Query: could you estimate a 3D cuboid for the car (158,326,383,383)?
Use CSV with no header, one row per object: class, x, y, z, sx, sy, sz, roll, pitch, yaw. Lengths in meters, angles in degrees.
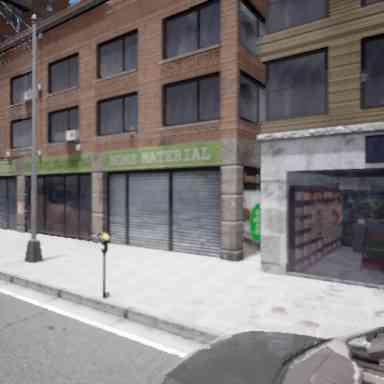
car,1.661,1.551,1.894,4.403,1.369,2.008,0,0,36
